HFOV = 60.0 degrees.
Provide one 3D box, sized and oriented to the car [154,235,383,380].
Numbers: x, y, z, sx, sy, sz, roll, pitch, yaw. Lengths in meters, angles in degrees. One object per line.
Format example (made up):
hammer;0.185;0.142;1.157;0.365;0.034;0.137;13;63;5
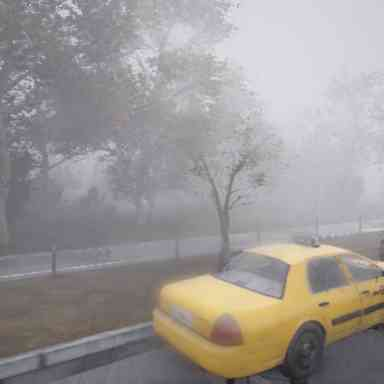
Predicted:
car;2.032;1.499;5.496;5.366;1.575;1.946;0;0;-33
